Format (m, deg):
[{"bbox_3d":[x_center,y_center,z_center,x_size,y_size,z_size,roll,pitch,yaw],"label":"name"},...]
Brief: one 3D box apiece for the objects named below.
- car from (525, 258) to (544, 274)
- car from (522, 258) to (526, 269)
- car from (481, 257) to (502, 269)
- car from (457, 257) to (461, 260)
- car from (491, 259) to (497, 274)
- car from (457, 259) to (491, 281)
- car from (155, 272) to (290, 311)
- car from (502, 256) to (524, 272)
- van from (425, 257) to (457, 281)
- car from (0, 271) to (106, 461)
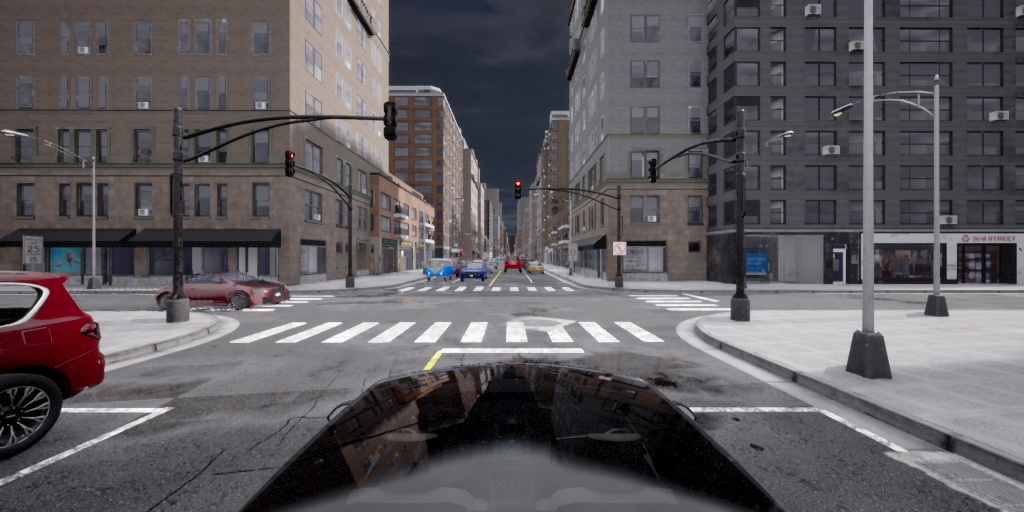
[{"bbox_3d":[2.694,1.271,40.511,1.751,1.417,4.829,0,0,0],"label":"car"},{"bbox_3d":[2.698,1.295,45.935,2.007,1.370,4.403,0,0,0],"label":"car"},{"bbox_3d":[-3.045,1.233,53.083,2.128,1.511,4.902,0,0,0],"label":"car"},{"bbox_3d":[-5.836,1.061,34.727,2.192,1.841,5.009,0,0,0],"label":"car"},{"bbox_3d":[-3.073,1.346,40.118,1.895,1.301,4.718,0,0,0],"label":"car"},{"bbox_3d":[-3.081,1.225,29.707,1.882,1.535,5.008,0,0,0],"label":"car"},{"bbox_3d":[-11.106,1.319,13.945,4.181,1.385,1.994,0,0,0],"label":"car"},{"bbox_3d":[0.131,0.966,46.466,2.150,2.045,5.566,0,0,0],"label":"car"},{"bbox_3d":[-5.839,1.088,29.131,1.690,1.789,3.998,0,0,0],"label":"van"},{"bbox_3d":[-5.857,1.065,2.183,2.192,1.841,5.009,0,0,0],"label":"car"}]
